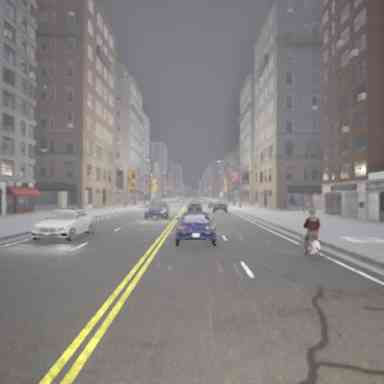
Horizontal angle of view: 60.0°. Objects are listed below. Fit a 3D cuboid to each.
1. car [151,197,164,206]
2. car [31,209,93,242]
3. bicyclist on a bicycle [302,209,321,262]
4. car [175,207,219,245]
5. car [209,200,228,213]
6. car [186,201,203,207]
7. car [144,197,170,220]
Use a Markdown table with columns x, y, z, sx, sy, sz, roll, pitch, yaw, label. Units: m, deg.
| x | y | z | sx | sy | sz | roll | pitch | yaw | label |
| --- | --- | --- | --- | --- | --- | --- | --- | --- | --- |
| -6.178 | 1.681 | 59.731 | 1.837 | 1.490 | 4.892 | 0 | -1 | 0 | car |
| -6.518 | 1.627 | 17.273 | 1.812 | 1.442 | 4.674 | 0 | 0 | 0 | car |
| 4.195 | 1.495 | 11.820 | 0.659 | 1.776 | 1.843 | 0 | 0 | 0 | bicyclist on a bicycle |
| 0.177 | 1.661 | 16.179 | 1.812 | 1.442 | 4.674 | 0 | -1 | 0 | car |
| 3.574 | 1.889 | 43.320 | 1.837 | 1.490 | 4.892 | 0 | 0 | 0 | car |
| 0.319 | 1.852 | 41.558 | 1.837 | 1.490 | 4.892 | 0 | -1 | 0 | car |
| -3.187 | 1.588 | 30.975 | 2.097 | 1.767 | 4.553 | 0 | 0 | 0 | car |
